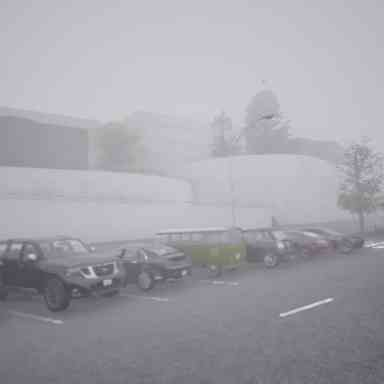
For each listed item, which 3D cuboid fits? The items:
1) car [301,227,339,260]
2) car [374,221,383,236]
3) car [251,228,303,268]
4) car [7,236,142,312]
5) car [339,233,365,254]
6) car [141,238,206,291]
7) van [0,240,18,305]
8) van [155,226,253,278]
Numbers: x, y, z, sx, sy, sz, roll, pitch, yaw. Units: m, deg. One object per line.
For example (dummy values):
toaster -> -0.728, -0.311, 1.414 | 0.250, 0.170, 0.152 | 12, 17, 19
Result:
car -> 5.033, 2.810, 17.941 | 4.674, 1.452, 2.002 | -7, -6, 34
car -> 17.285, 2.808, 26.637 | 4.792, 1.488, 2.163 | -7, -7, 34
car -> 2.616, 2.640, 16.211 | 4.553, 1.767, 2.185 | -7, -6, 34
car -> -4.681, 2.509, 11.040 | 5.566, 2.045, 2.435 | -7, -7, 34
car -> 7.504, 2.799, 19.675 | 4.792, 1.488, 2.163 | -7, -7, 34
car -> -2.257, 2.764, 12.754 | 4.892, 1.521, 2.231 | -7, -6, 34
van -> -7.037, 2.523, 9.258 | 4.442, 1.987, 1.878 | -7, -7, 34
van -> 0.057, 2.554, 14.572 | 4.442, 1.987, 1.878 | -7, -6, 34
